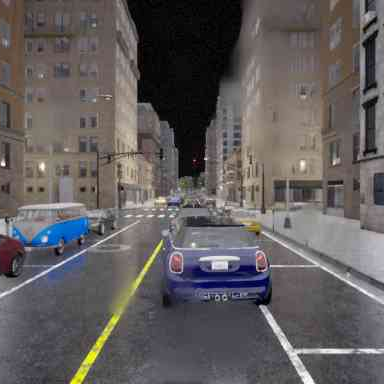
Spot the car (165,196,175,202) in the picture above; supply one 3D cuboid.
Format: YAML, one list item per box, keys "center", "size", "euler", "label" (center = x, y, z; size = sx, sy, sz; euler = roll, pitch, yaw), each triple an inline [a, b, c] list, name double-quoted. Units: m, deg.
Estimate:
- center: [-5.218, 1.543, 79.042]
  size: [2.008, 1.369, 4.403]
  euler: [0, 0, 0]
  label: "car"

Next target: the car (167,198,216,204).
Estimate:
- center: [0.110, 1.351, 15.425]
  size: [2.097, 1.767, 4.553]
  euler: [0, 0, 0]
  label: "car"

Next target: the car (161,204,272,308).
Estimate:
- center: [0.321, 1.352, 8.158]
  size: [2.097, 1.767, 4.553]
  euler: [0, 0, -5]
  label: "car"

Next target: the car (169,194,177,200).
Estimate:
- center: [-5.194, 1.429, 90.404]
  size: [1.967, 1.590, 4.097]
  euler: [0, 0, 0]
  label: "car"

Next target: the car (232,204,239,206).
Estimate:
- center: [2.683, 1.525, 18.507]
  size: [1.752, 1.417, 4.829]
  euler: [0, 0, 0]
  label: "car"

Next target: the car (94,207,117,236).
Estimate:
- center: [-5.352, 1.550, 18.354]
  size: [2.008, 1.369, 4.403]
  euler: [0, 0, 0]
  label: "car"

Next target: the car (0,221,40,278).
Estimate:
- center: [-5.378, 1.581, 7.541]
  size: [1.802, 1.307, 4.206]
  euler: [0, 0, 0]
  label: "car"

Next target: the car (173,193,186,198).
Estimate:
- center: [-2.692, 1.218, 60.483]
  size: [2.150, 2.045, 5.566]
  euler: [0, 0, 1]
  label: "car"

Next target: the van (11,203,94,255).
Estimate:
- center: [-5.365, 1.340, 12.948]
  size: [1.690, 1.788, 3.998]
  euler: [0, 0, 0]
  label: "van"

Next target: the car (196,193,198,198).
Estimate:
- center: [2.819, 1.306, 84.710]
  size: [2.192, 1.841, 5.009]
  euler: [0, 0, 0]
  label: "car"

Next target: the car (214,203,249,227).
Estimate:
- center: [2.689, 1.550, 23.744]
  size: [2.008, 1.369, 4.403]
  euler: [0, 0, 0]
  label: "car"

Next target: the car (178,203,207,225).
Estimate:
- center: [0.071, 1.563, 25.086]
  size: [1.994, 1.385, 4.181]
  euler: [0, 0, 0]
  label: "car"

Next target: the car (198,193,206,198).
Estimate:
- center: [2.794, 1.434, 73.346]
  size: [1.967, 1.590, 4.097]
  euler: [0, 0, 0]
  label: "car"

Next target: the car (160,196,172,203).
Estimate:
- center: [-5.243, 1.561, 67.679]
  size: [1.947, 1.339, 4.313]
  euler: [0, 0, 0]
  label: "car"

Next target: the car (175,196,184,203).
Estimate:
- center: [-2.599, 1.519, 70.589]
  size: [1.812, 1.442, 4.674]
  euler: [0, 0, 0]
  label: "car"

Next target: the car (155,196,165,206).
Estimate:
- center: [-5.268, 1.523, 56.147]
  size: [1.752, 1.417, 4.829]
  euler: [0, 0, 0]
  label: "car"

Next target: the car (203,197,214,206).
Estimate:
- center: [2.758, 1.580, 56.301]
  size: [1.802, 1.307, 4.206]
  euler: [0, 0, 0]
  label: "car"

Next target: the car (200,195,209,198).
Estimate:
- center: [2.745, 1.549, 50.620]
  size: [2.008, 1.369, 4.403]
  euler: [0, 0, 0]
  label: "car"

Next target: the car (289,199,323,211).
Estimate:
- center: [13.673, 1.515, 38.359]
  size: [4.718, 1.301, 1.895]
  euler: [0, 0, 0]
  label: "car"

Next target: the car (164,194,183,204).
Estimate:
- center: [-2.734, 1.476, 50.495]
  size: [1.882, 1.535, 5.008]
  euler: [0, 0, 0]
  label: "car"
